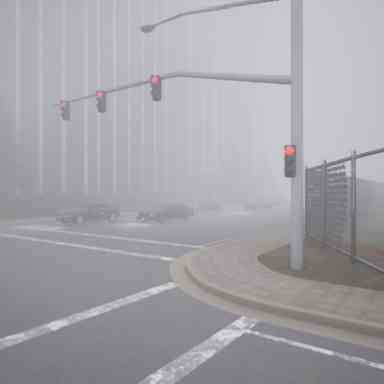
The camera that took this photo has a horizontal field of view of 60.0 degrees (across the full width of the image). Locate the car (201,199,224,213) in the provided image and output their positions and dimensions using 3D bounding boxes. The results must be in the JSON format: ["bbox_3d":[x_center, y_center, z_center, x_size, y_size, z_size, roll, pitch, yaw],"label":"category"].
[{"bbox_3d":[1.666,1.487,36.654,2.128,1.511,4.902,0,0,36],"label":"car"}]

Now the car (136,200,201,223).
[{"bbox_3d":[-1.892,1.534,25.717,2.033,1.411,5.357,0,0,36],"label":"car"}]

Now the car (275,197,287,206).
[{"bbox_3d":[13.624,1.524,53.115,1.837,1.490,4.892,0,0,36],"label":"car"}]

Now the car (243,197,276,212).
[{"bbox_3d":[7.852,1.587,39.253,1.895,1.301,4.718,0,0,36],"label":"car"}]

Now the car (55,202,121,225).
[{"bbox_3d":[-7.398,1.499,24.054,1.837,1.490,4.892,0,0,36],"label":"car"}]
